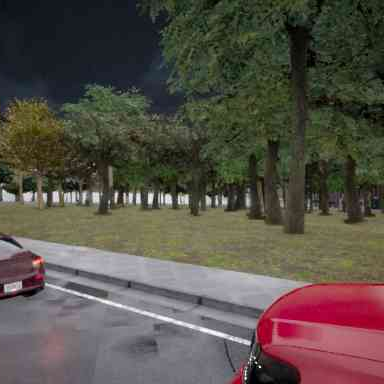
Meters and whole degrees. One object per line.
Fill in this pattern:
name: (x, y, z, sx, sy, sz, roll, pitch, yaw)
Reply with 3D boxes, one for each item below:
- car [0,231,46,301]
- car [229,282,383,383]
car: (-5.051, 1.524, 7.273, 4.674, 1.442, 1.812, 0, 0, 36)
car: (2.906, 1.222, 1.613, 5.566, 2.045, 2.150, 0, 0, 35)
